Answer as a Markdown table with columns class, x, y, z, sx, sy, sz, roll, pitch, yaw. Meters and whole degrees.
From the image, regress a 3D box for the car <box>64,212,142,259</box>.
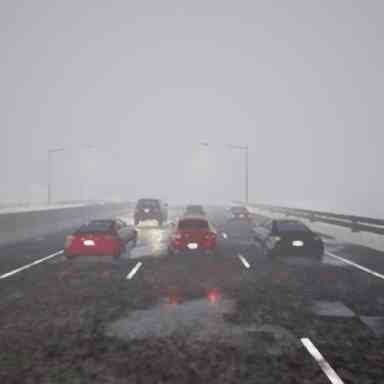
| class | x | y | z | sx | sy | sz | roll | pitch | yaw |
| --- | --- | --- | --- | --- | --- | --- | --- | --- | --- |
| car | -3.436 | 1.703 | 13.214 | 1.994 | 1.385 | 4.181 | 0 | -1 | 1 |

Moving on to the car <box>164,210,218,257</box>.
| class | x | y | z | sx | sy | sz | roll | pitch | yaw |
| --- | --- | --- | --- | --- | --- | --- | --- | --- | --- |
| car | 0.072 | 1.668 | 13.548 | 1.812 | 1.442 | 4.674 | 0 | 0 | 1 |

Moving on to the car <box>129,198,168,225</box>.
| class | x | y | z | sx | sy | sz | roll | pitch | yaw |
| --- | --- | --- | --- | --- | --- | --- | --- | --- | --- |
| car | -3.286 | 1.521 | 27.209 | 2.150 | 2.045 | 5.566 | 0 | 0 | 1 |

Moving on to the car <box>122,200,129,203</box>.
| class | x | y | z | sx | sy | sz | roll | pitch | yaw |
| --- | --- | --- | --- | --- | --- | --- | --- | --- | --- |
| car | -12.789 | 2.307 | 65.569 | 2.033 | 1.411 | 5.357 | 0 | -1 | 2 |

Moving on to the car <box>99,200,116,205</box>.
| class | x | y | z | sx | sy | sz | roll | pitch | yaw |
| --- | --- | --- | --- | --- | --- | --- | --- | --- | --- |
| car | -16.285 | 2.318 | 65.702 | 1.994 | 1.385 | 4.181 | 0 | -1 | 2 |

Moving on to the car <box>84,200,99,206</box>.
| class | x | y | z | sx | sy | sz | roll | pitch | yaw |
| --- | --- | --- | --- | --- | --- | --- | --- | --- | --- |
| car | -19.780 | 2.285 | 65.841 | 2.128 | 1.511 | 4.902 | 0 | -1 | 2 |

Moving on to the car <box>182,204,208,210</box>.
| class | x | y | z | sx | sy | sz | roll | pitch | yaw |
| --- | --- | --- | --- | --- | --- | --- | --- | --- | --- |
| car | 0.238 | 1.813 | 28.066 | 1.837 | 1.490 | 4.892 | 0 | 0 | 1 |

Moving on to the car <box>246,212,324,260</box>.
| class | x | y | z | sx | sy | sz | roll | pitch | yaw |
| --- | --- | --- | --- | --- | --- | --- | --- | --- | --- |
| car | 3.563 | 1.703 | 13.081 | 1.994 | 1.385 | 4.181 | 0 | -1 | 1 |

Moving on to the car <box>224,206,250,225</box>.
| class | x | y | z | sx | sy | sz | roll | pitch | yaw |
| --- | --- | --- | --- | --- | --- | --- | --- | --- | --- |
| car | 3.711 | 1.843 | 27.036 | 2.033 | 1.411 | 5.357 | 0 | -1 | 1 |
